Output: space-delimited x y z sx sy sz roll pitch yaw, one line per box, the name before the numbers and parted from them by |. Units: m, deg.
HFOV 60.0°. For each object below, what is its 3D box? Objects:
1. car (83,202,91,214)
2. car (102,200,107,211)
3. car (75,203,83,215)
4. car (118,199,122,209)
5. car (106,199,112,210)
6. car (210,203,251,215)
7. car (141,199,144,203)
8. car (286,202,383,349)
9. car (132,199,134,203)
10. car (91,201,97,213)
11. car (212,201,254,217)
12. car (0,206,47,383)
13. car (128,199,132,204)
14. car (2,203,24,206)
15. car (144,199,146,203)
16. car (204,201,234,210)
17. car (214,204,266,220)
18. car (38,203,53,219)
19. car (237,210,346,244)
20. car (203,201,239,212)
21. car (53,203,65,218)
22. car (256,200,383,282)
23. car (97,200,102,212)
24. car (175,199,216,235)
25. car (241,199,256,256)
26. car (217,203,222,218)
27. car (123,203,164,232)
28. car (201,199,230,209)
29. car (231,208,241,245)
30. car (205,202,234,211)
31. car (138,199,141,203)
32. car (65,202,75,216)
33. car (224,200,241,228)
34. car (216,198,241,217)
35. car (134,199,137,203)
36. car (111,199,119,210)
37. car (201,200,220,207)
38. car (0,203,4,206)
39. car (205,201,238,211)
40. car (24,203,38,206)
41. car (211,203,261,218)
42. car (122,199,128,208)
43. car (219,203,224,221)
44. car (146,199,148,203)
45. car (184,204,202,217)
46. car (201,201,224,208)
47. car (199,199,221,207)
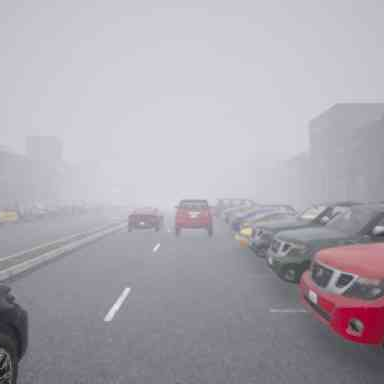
car | -15.742 2.072 41.572 5.008 1.535 2.097 0 -1 0
car | -15.762 2.267 49.782 4.792 1.488 2.163 0 -1 0
car | -15.782 2.044 38.667 4.792 1.488 2.163 0 -1 0
car | -15.745 2.351 60.989 4.553 1.767 2.185 0 -1 0
car | -15.735 2.297 52.562 4.892 1.521 2.231 0 -1 0
car | 4.664 2.084 40.921 4.792 1.488 2.163 0 -1 0
car | -15.684 3.057 86.019 5.008 1.535 2.097 0 -1 0
car | 4.611 1.248 5.097 5.566 2.045 2.435 0 0 0
car | -15.664 2.759 72.133 4.792 1.488 2.163 0 -1 0
car | -15.749 2.128 44.351 4.892 1.521 2.231 0 -1 0
car | 4.604 1.876 38.168 4.553 1.767 2.185 0 -1 0
car | -2.901 1.224 1.348 2.150 2.045 5.566 0 0 0
car | -15.669 2.695 69.356 4.792 1.488 2.163 0 -1 0
car | -15.963 1.757 24.901 5.366 1.575 1.946 0 -1 0
car | -15.676 3.123 88.798 4.892 1.521 2.231 0 -1 0
car | 4.806 2.456 60.225 5.366 1.575 1.946 0 -1 0
car | 4.607 1.929 32.653 4.792 1.488 2.163 0 -1 0
car | -15.738 1.888 30.332 4.792 1.488 2.163 0 -1 0
car | 4.635 1.657 16.113 4.674 1.452 2.002 0 -1 0
car | 4.448 2.275 51.949 5.366 1.575 1.946 0 -1 0
car | -15.768 1.909 33.111 5.008 1.535 2.097 0 -1 0
car | 4.611 1.266 7.850 5.566 2.045 2.435 0 -1 0
car | -15.735 2.221 47.003 4.674 1.452 2.002 0 -1 0
car | 0.097 1.430 20.577 2.150 2.045 5.566 0 -1 0
car | 4.610 1.294 10.607 5.566 2.045 2.435 0 -1 0
car | 4.634 1.842 27.138 4.674 1.452 2.002 0 -1 0
car | -2.903 1.707 21.803 1.882 1.535 5.008 0 -1 0
car | 4.581 2.334 65.741 5.566 2.045 2.435 0 -1 0
car | 4.453 1.573 13.356 5.366 1.575 1.946 0 -1 0
car | 4.656 2.427 57.466 4.792 1.488 2.163 0 -1 0
car | -15.684 2.924 80.345 5.008 1.535 2.097 0 -1 0
car | -15.751 1.963 35.890 4.892 1.521 2.231 0 -1 0
car | 4.668 1.582 21.627 4.553 1.767 2.185 0 -1 0
car | 4.665 1.599 29.900 5.566 2.045 2.435 0 -1 0
car | -15.873 2.792 74.913 5.366 1.575 1.946 0 -1 0
car | -15.715 2.454 58.116 4.674 1.452 2.002 0 -1 0
car | 4.544 2.867 82.278 4.553 1.767 2.185 0 -1 0
car | -15.789 1.711 22.122 4.892 1.521 2.231 0 -1 0
car | 4.818 2.334 54.711 5.366 1.575 1.946 0 -1 0
car | -15.745 1.682 27.564 4.553 1.767 2.185 0 -1 0
car | 4.630 1.950 35.409 5.008 1.535 2.097 0 -1 0
car | -15.736 2.288 63.804 5.566 2.045 2.435 0 -1 0
car | 4.666 1.784 24.382 4.792 1.488 2.163 0 -1 0
car | -15.657 2.936 91.582 5.566 2.045 2.435 0 -1 0
car | 0.095 2.085 38.184 1.994 1.385 4.181 0 -1 0
car | 4.587 2.785 74.005 5.008 1.535 2.097 0 -1 0
car | 4.541 2.809 85.038 5.566 2.045 2.435 0 -1 0
